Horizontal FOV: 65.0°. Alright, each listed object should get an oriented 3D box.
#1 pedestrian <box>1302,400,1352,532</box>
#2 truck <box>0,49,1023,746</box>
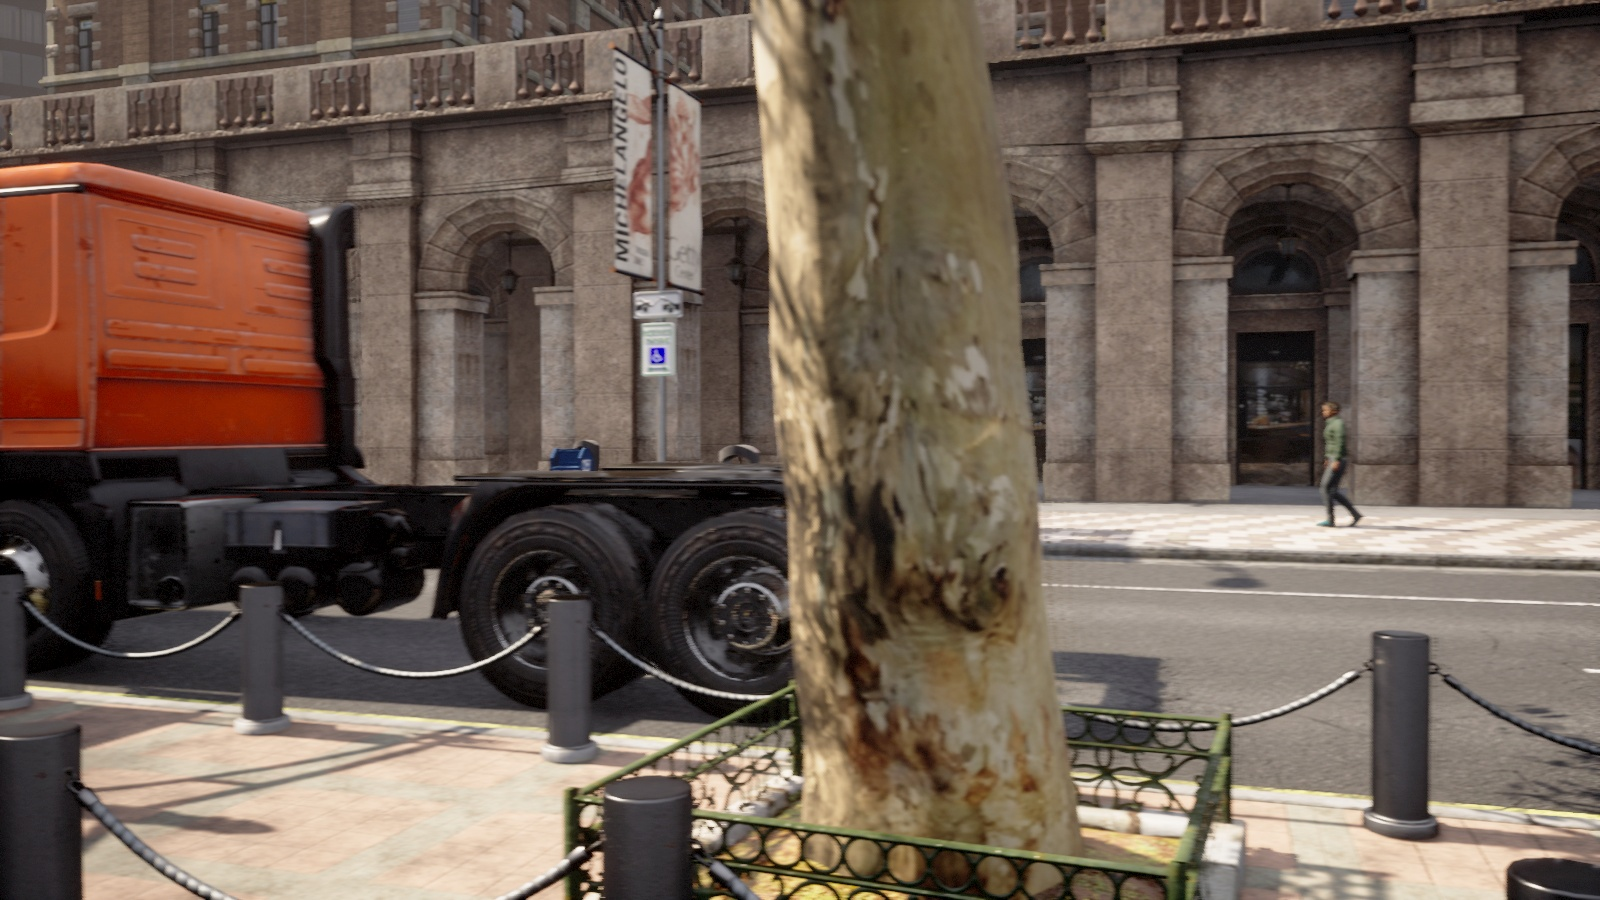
[{"bbox_3d":[7.478,0.226,17.832,0.614,1.847,0.353,1,1,20],"label":"pedestrian"},{"bbox_3d":[-2.631,-0.306,8.779,7.936,3.462,2.891,0,1,17],"label":"truck"}]
